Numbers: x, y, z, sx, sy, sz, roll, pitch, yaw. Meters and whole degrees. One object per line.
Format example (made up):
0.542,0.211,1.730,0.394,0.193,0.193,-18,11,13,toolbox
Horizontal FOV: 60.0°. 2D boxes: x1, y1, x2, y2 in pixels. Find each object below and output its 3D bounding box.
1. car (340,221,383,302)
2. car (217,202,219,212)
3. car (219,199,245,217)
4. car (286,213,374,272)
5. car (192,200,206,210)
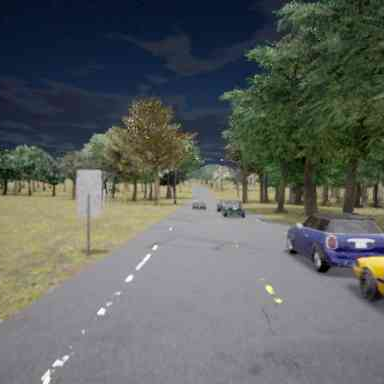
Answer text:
4.615,1.573,5.591,1.801,1.575,5.366,1,0,1,car
4.497,1.758,45.539,2.097,1.767,4.553,1,-1,2,car
4.301,1.656,35.004,2.097,1.767,4.553,1,0,2,car
4.749,1.500,11.375,2.097,1.767,4.553,1,0,1,car
1.074,1.943,49.305,1.994,1.385,4.181,1,-1,1,car
